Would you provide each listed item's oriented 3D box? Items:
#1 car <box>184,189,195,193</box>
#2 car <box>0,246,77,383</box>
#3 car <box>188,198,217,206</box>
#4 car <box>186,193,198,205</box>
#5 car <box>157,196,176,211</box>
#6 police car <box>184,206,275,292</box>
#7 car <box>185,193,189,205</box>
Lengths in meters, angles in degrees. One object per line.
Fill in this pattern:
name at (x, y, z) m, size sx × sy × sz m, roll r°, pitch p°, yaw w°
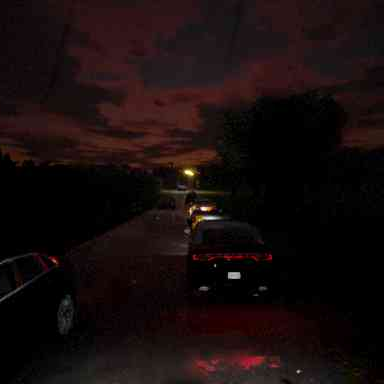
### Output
car at (-0.061, 0.574, 65.745) m, size 2.033 × 1.411 × 5.357 m, roll 0°, pitch 2°, yaw 0°
car at (-2.854, 1.489, 3.775) m, size 2.128 × 1.511 × 4.902 m, roll 0°, pitch 0°, yaw 0°
car at (0.807, 1.368, 19.120) m, size 1.801 × 1.575 × 5.366 m, roll 0°, pitch 1°, yaw 0°
car at (0.801, 1.211, 24.901) m, size 2.097 × 1.767 × 4.553 m, roll 0°, pitch 1°, yaw 0°
car at (-2.785, 1.198, 36.900) m, size 1.882 × 1.535 × 5.008 m, roll 0°, pitch 1°, yaw 0°
police car at (0.816, 1.402, 9.040) m, size 1.930 × 1.638 × 5.238 m, roll 0°, pitch 0°, yaw 0°
car at (-0.003, 1.150, 46.640) m, size 1.895 × 1.301 × 4.718 m, roll 0°, pitch 1°, yaw 1°
